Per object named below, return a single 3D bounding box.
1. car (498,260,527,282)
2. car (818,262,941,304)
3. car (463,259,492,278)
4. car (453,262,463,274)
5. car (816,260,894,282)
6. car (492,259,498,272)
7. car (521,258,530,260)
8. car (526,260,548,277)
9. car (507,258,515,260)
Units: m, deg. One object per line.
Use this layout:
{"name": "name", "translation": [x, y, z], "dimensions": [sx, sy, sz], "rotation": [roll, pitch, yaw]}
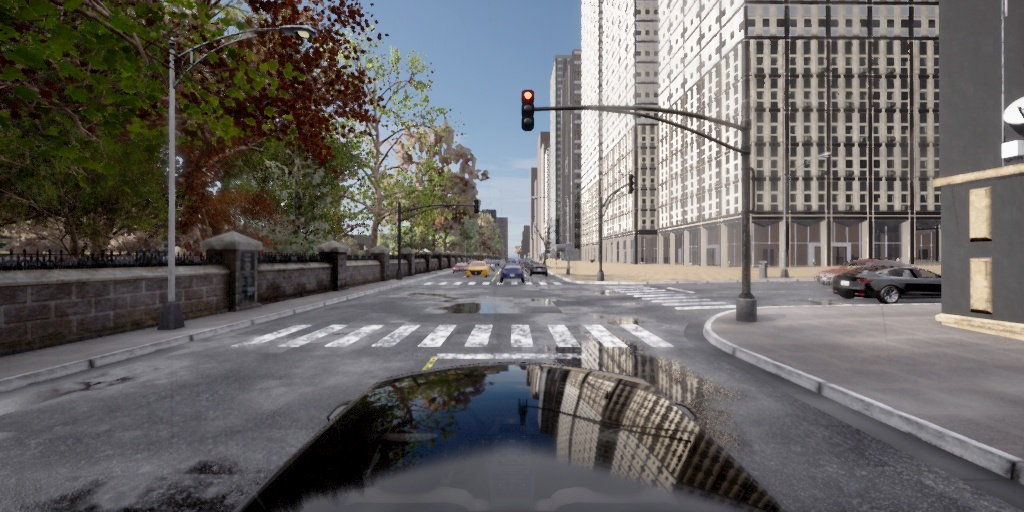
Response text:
{"name": "car", "translation": [0.016, 1.285, 29.263], "dimensions": [1.812, 1.442, 4.674], "rotation": [0, 0, 0]}
{"name": "car", "translation": [14.649, 1.026, 13.547], "dimensions": [4.313, 1.339, 1.948], "rotation": [0, 0, 0]}
{"name": "car", "translation": [-3.199, 1.240, 34.263], "dimensions": [1.882, 1.535, 5.008], "rotation": [0, 0, 0]}
{"name": "car", "translation": [-5.815, 1.349, 41.699], "dimensions": [1.802, 1.307, 4.207], "rotation": [0, 0, 0]}
{"name": "car", "translation": [19.212, 0.932, 19.379], "dimensions": [4.674, 1.442, 1.812], "rotation": [-1, 0, 0]}
{"name": "car", "translation": [-3.234, 1.373, 47.305], "dimensions": [1.895, 1.301, 4.718], "rotation": [0, 0, 0]}
{"name": "car", "translation": [2.548, 1.338, 47.357], "dimensions": [1.948, 1.339, 4.313], "rotation": [0, 0, 0]}
{"name": "car", "translation": [2.583, 1.329, 36.092], "dimensions": [1.948, 1.339, 4.313], "rotation": [0, 0, 0]}
{"name": "car", "translation": [-0.194, 1.143, 64.140], "dimensions": [2.097, 1.767, 4.553], "rotation": [0, 0, 0]}
